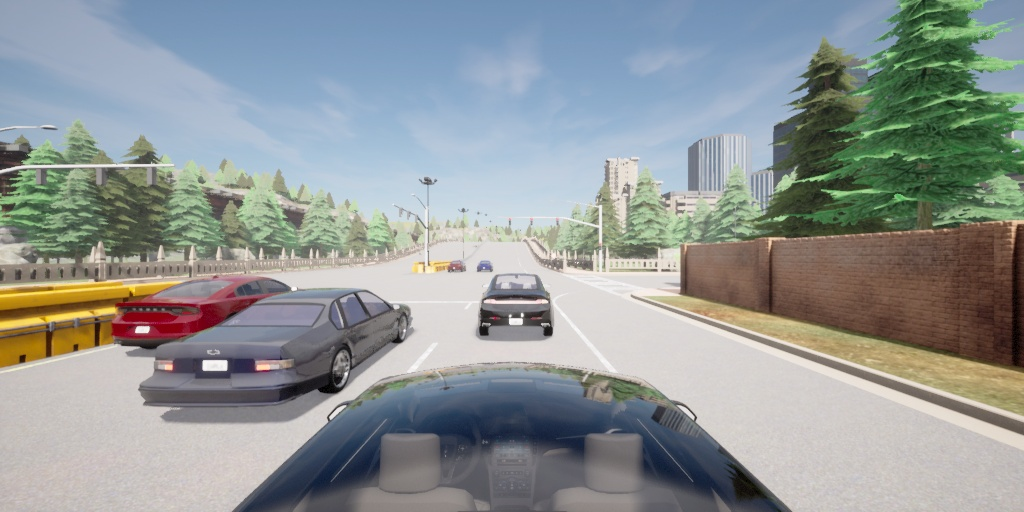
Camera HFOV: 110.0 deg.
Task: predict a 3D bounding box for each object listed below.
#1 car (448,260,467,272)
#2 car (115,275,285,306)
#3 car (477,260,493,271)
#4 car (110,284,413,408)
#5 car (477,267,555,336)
[{"bbox_3d":[-6.887,1.273,45.157,1.812,1.442,4.674,0,0,0],"label":"car"},{"bbox_3d":[-6.898,1.227,9.171,1.882,1.535,5.008,0,0,0],"label":"car"},{"bbox_3d":[-3.391,1.273,45.667,1.812,1.442,4.674,0,0,0],"label":"car"},{"bbox_3d":[-3.398,1.297,6.607,2.033,1.411,5.357,0,0,0],"label":"car"},{"bbox_3d":[0.130,1.241,10.353,2.128,1.511,4.902,0,0,1],"label":"car"}]
